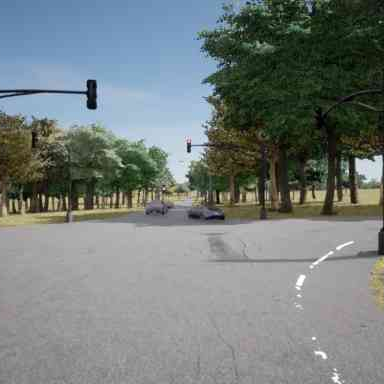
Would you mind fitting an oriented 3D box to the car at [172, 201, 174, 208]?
[{"bbox_3d":[-4.568,2.289,59.010,2.033,1.411,5.357,0,-1,-1],"label":"car"}]

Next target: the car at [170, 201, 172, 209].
[{"bbox_3d":[-4.337,2.144,48.450,1.895,1.301,4.718,0,-1,-1],"label":"car"}]

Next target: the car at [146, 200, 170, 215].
[{"bbox_3d":[-4.172,1.739,39.448,2.097,1.767,4.553,0,-1,0],"label":"car"}]

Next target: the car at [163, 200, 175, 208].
[{"bbox_3d":[-4.721,2.513,69.253,2.128,1.511,4.902,0,-1,-1],"label":"car"}]

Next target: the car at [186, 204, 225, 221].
[{"bbox_3d":[1.126,1.772,28.981,1.994,1.385,4.181,0,-1,-27],"label":"car"}]
